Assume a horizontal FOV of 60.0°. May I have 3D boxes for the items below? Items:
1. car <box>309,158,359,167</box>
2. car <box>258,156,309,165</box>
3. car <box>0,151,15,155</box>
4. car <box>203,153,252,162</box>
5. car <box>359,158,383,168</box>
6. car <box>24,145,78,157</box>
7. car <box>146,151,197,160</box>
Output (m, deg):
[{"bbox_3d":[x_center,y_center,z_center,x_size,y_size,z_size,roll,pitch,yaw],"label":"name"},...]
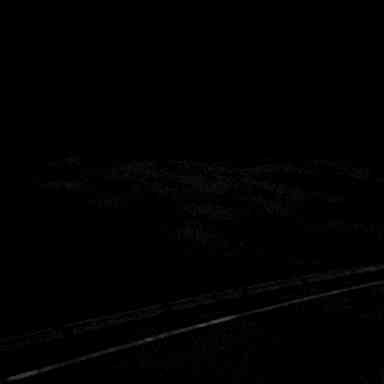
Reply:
[{"bbox_3d":[14.407,-2.801,34.972,5.008,1.535,2.097,1,-3,-11],"label":"car"},{"bbox_3d":[8.967,-2.893,33.882,4.674,1.452,2.002,1,-3,-10],"label":"car"},{"bbox_3d":[-18.179,-3.365,29.495,4.674,1.452,2.002,1,-3,-9],"label":"car"},{"bbox_3d":[3.506,-3.054,32.913,4.892,1.521,2.231,1,-3,-9],"label":"car"},{"bbox_3d":[19.799,-2.788,36.176,4.553,1.767,2.185,1,-3,-12],"label":"car"},{"bbox_3d":[-12.751,-3.447,30.356,4.553,1.767,2.185,1,-3,-9],"label":"car"},{"bbox_3d":[-1.945,-3.152,32.049,4.892,1.521,2.231,1,-3,-9],"label":"car"}]
